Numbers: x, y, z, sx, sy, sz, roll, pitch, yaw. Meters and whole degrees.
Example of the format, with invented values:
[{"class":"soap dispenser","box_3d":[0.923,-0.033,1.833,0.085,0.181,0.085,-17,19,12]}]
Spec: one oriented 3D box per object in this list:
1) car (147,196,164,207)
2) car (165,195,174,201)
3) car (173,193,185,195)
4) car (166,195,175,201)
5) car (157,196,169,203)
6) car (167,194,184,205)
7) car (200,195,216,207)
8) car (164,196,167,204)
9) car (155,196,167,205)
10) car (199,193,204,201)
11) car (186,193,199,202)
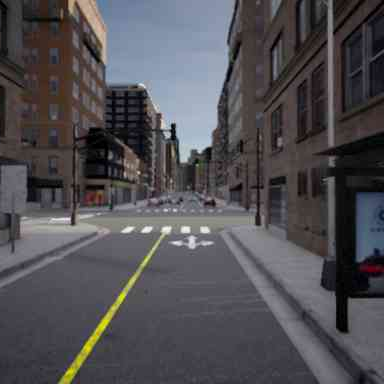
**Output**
[{"class":"car","box_3d":[-5.853,1.584,51.146,1.802,1.307,4.206,1,0,0]},{"class":"car","box_3d":[-5.802,1.563,84.661,2.008,1.369,4.403,1,0,0]},{"class":"car","box_3d":[-2.955,1.237,73.007,2.150,2.045,5.566,0,0,0]},{"class":"car","box_3d":[-5.793,1.578,90.247,1.947,1.339,4.313,1,0,0]},{"class":"car","box_3d":[-5.827,1.561,67.904,2.008,1.369,4.403,1,0,0]},{"class":"car","box_3d":[-3.022,1.497,57.684,2.128,1.511,4.902,0,0,1]},{"class":"car","box_3d":[2.693,1.547,51.136,1.887,1.381,4.507,1,0,0]},{"class":"car","box_3d":[-5.844,1.571,56.732,1.947,1.339,4.313,1,0,0]},{"class":"car","box_3d":[-5.836,1.533,62.148,1.752,1.417,4.829,1,0,0]},{"class":"car","box_3d":[2.728,1.594,79.065,1.802,1.307,4.206,1,0,0]},{"class":"car","box_3d":[0.051,1.600,77.929,1.895,1.301,4.718,0,0,0]}]
